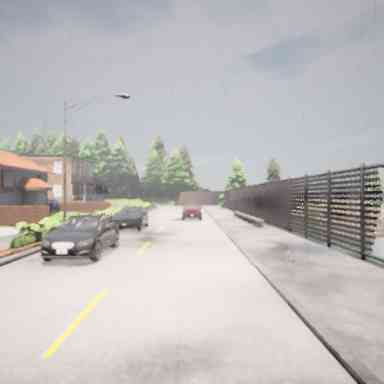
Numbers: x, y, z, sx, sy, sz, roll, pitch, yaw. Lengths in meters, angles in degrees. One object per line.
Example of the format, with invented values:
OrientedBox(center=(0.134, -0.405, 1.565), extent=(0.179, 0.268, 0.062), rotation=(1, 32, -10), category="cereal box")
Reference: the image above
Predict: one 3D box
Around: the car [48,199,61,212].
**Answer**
OrientedBox(center=(-17.350, 1.590, 38.731), extent=(3.633, 1.501, 1.845), rotation=(0, -1, 0), category="car")

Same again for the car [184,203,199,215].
OrientedBox(center=(-0.045, 2.089, 42.291), extent=(1.895, 1.301, 4.718), rotation=(0, -1, 1), category="car")

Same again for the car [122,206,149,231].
OrientedBox(center=(-4.119, 1.744, 22.876), extent=(1.882, 1.535, 5.008), rotation=(0, -1, 0), category="car")

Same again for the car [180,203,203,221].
OrientedBox(center=(0.012, 1.887, 31.303), extent=(1.812, 1.442, 4.674), rotation=(0, -1, 0), category="car")

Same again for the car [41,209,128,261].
OrientedBox(center=(-4.120, 1.644, 12.962), extent=(2.128, 1.511, 4.902), rotation=(0, -1, 0), category="car")
